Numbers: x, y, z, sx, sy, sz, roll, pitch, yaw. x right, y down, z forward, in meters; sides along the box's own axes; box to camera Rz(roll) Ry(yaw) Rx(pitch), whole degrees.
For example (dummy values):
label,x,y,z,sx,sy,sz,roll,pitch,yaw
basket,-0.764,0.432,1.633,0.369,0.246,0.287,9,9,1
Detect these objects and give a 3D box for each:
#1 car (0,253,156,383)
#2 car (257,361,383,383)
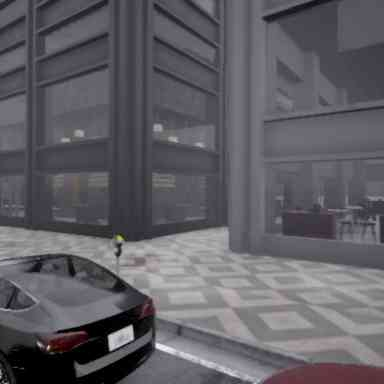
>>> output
label,x,y,z,sx,sy,sz,roll,pitch,yaw
car,-2.433,1.556,4.694,4.313,1.339,1.947,0,0,35
car,2.160,1.584,1.419,4.206,1.307,1.802,0,0,35
